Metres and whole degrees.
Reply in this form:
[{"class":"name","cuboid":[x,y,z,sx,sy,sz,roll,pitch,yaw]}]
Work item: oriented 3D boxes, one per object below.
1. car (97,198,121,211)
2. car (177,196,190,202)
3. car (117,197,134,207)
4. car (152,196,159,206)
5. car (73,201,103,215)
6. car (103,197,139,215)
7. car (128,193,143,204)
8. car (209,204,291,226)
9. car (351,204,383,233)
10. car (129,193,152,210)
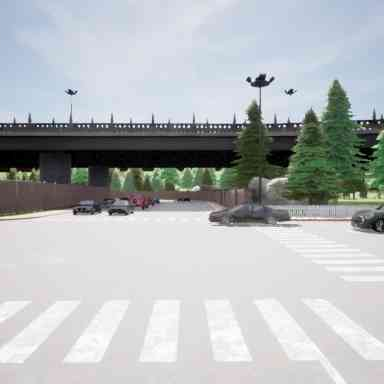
[{"class":"car","cuboid":[-10.538,1.526,42.575,1.812,1.442,4.674,0,0,0]},{"class":"car","cuboid":[-1.897,1.553,75.220,1.994,1.385,4.181,0,0,-19]},{"class":"car","cuboid":[-10.532,1.526,52.756,1.812,1.442,4.674,0,0,0]},{"class":"car","cuboid":[-7.038,1.564,53.765,1.994,1.385,4.181,0,0,0]},{"class":"car","cuboid":[-10.564,1.564,33.860,1.994,1.385,4.181,0,0,0]},{"class":"car","cuboid":[-7.038,1.547,33.583,2.033,1.411,5.357,0,0,0]},{"class":"car","cuboid":[-10.681,1.221,63.464,2.150,2.045,5.566,0,0,-3]},{"class":"car","cuboid":[3.808,1.499,22.333,5.357,1.411,2.033,0,0,1]},{"class":"car","cuboid":[11.484,1.297,18.691,4.553,1.767,2.097,0,0,2]},{"class":"car","cuboid":[-7.039,1.221,43.757,2.150,2.045,5.566,0,0,0]}]
